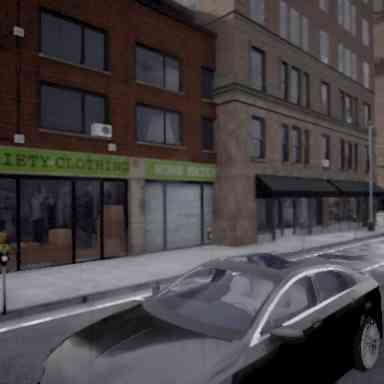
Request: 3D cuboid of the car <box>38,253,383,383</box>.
[{"bbox_3d":[0.718,1.597,4.079,4.902,1.511,2.128,1,-2,-43],"label":"car"}]
